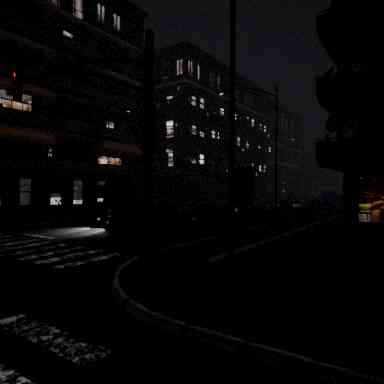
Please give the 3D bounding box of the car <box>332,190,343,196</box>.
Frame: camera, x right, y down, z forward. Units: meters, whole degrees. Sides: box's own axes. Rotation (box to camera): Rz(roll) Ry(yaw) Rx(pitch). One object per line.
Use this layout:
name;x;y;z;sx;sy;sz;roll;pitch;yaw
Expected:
car;35.972;0.256;82.186;1.802;1.307;4.206;2;2;35

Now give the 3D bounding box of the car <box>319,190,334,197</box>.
car;29.583;0.378;73.058;1.887;1.381;4.507;2;2;35

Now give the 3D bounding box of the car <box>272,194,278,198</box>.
car;10.416;0.880;45.678;1.947;1.339;4.313;2;2;35

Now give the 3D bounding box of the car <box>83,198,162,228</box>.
car;-4.130;1.316;20.406;1.994;1.385;4.181;1;1;35

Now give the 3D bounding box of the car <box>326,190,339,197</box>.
car;32.777;0.336;77.622;1.802;1.307;4.206;2;2;35

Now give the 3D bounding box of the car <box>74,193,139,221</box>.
car;-5.555;1.031;22.854;2.192;1.841;5.009;2;2;35

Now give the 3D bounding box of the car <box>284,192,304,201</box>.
car;16.805;0.719;54.805;1.947;1.339;4.313;2;2;35

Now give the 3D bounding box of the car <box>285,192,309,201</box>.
car;15.837;0.433;48.744;2.128;1.511;4.902;1;1;35

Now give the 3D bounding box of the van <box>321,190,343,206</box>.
van;17.261;0.721;40.836;1.690;1.788;3.998;2;2;35

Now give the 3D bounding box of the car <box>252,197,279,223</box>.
car;4.480;1.283;22.587;1.802;1.307;4.206;2;2;35

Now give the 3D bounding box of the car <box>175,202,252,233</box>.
car;1.285;1.348;18.023;1.947;1.339;4.313;2;2;35

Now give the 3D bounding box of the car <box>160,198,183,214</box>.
car;-2.362;1.180;27.424;1.887;1.381;4.507;2;2;35

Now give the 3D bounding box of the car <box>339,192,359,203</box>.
car;23.647;0.764;49.966;1.887;1.381;4.507;2;2;35

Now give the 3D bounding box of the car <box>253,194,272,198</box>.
car;6.539;1.048;35.629;1.994;1.385;4.181;1;1;35
